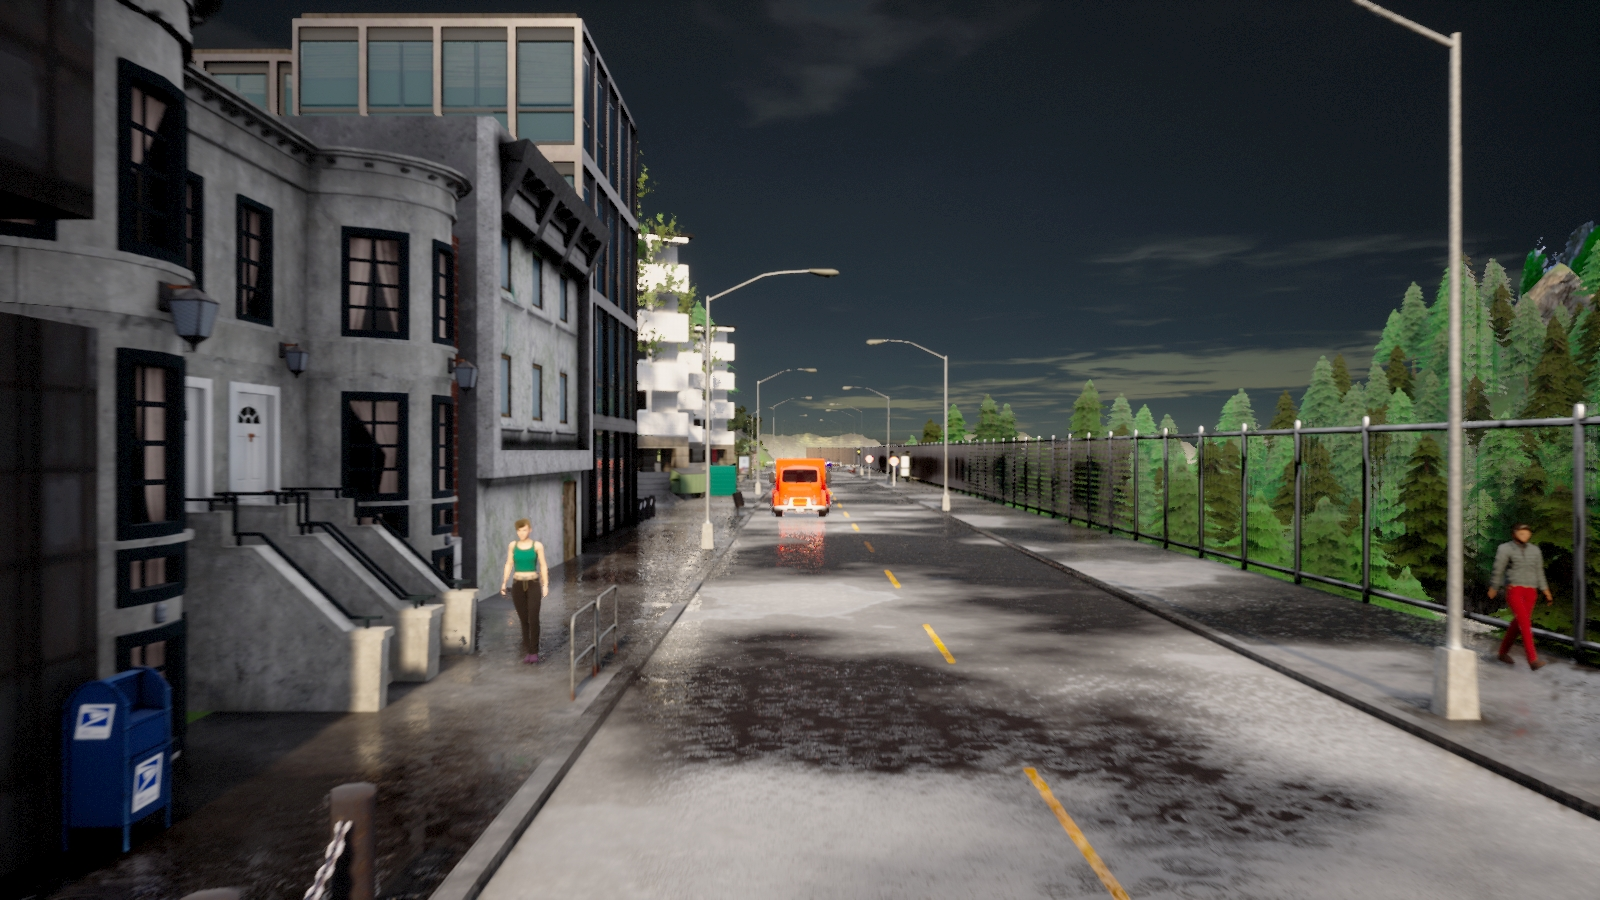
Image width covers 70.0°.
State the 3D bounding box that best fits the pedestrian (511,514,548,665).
[{"bbox_3d":[-3.415,1.745,14.417,0.375,1.860,0.375,0,0,0],"label":"pedestrian"}]

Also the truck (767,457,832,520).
[{"bbox_3d":[0.027,1.569,48.634,2.627,2.467,5.204,0,0,1],"label":"truck"}]

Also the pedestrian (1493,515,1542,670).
[{"bbox_3d":[8.855,1.745,14.114,0.375,1.860,0.375,0,0,3],"label":"pedestrian"}]
